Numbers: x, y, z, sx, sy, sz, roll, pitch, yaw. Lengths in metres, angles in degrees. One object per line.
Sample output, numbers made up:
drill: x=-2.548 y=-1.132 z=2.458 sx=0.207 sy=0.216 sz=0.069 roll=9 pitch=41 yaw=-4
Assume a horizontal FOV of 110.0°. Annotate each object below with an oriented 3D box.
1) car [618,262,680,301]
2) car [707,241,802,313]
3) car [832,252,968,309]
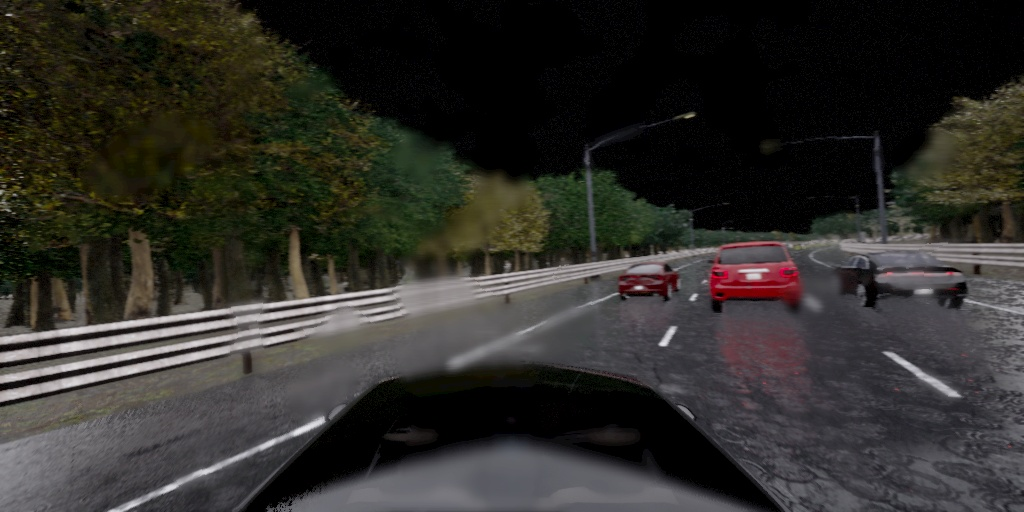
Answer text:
car: x=6.072 y=0.992 z=15.685 sx=1.882 sy=1.535 sz=5.008 roll=-4 pitch=-1 yaw=31
car: x=7.812 y=0.582 z=11.837 sx=2.150 sy=2.045 sz=5.566 roll=-4 pitch=-1 yaw=31
car: x=11.302 y=0.621 z=10.827 sx=2.128 sy=1.511 sz=4.902 roll=-4 pitch=-1 yaw=31
